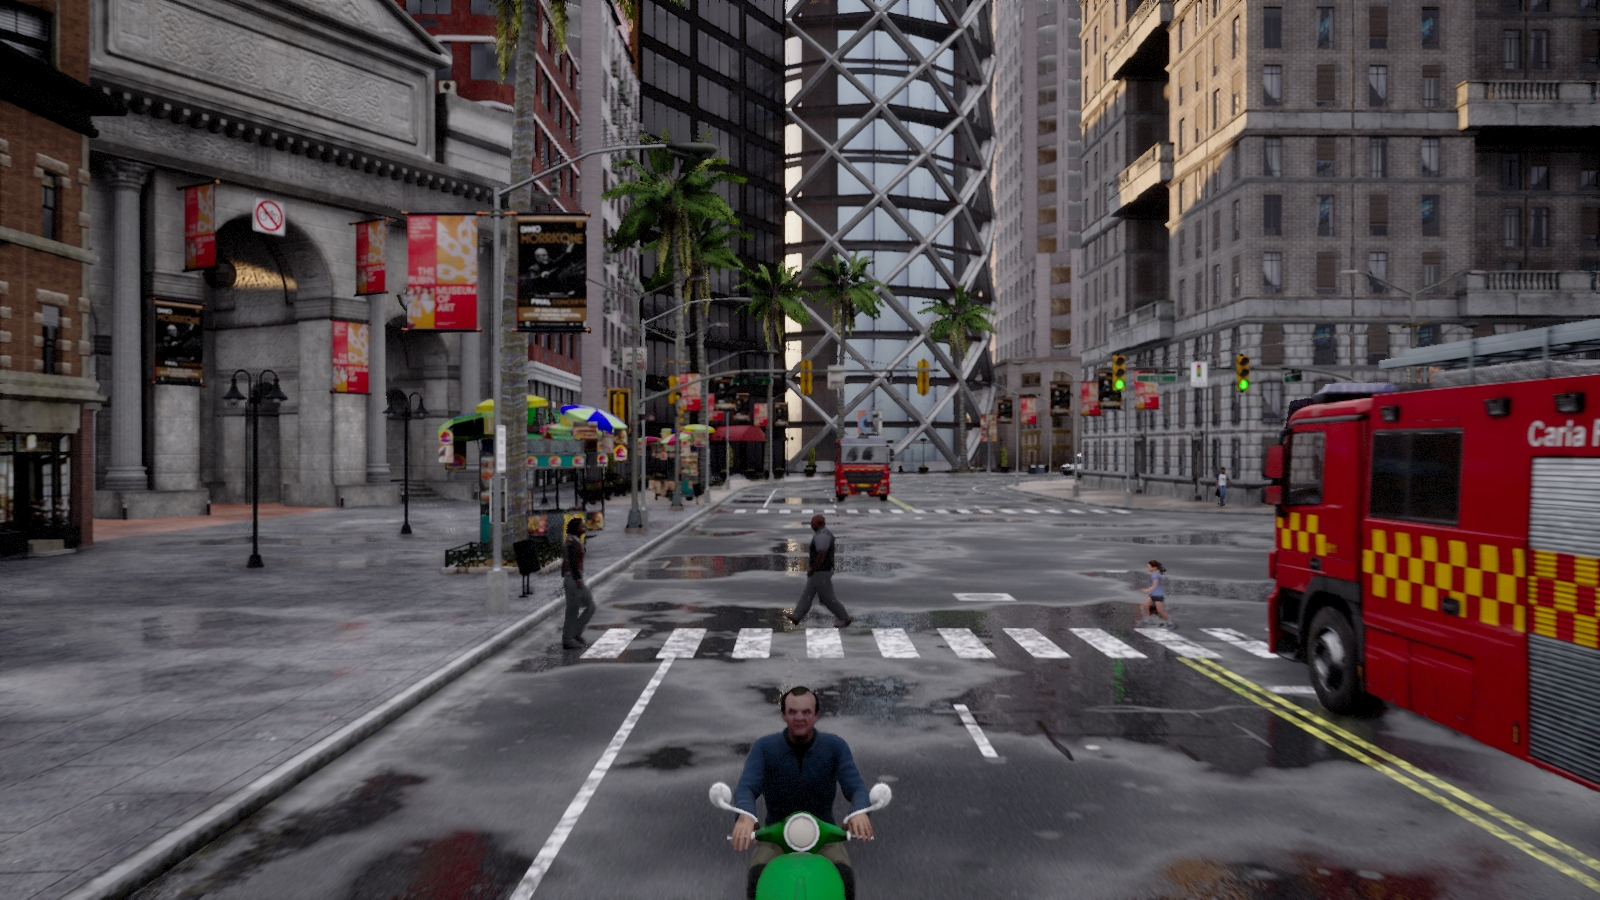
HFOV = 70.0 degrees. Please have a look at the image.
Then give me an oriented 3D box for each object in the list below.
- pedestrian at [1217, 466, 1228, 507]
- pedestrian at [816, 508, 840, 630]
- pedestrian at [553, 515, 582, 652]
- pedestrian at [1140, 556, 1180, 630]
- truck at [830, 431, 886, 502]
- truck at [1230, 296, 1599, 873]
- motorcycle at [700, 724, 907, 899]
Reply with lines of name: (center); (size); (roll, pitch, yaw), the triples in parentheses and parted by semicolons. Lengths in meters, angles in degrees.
pedestrian: (19.642, 1.696, 53.142); (0.375, 1.860, 0.375); (0, 0, -2)
pedestrian: (0.436, 1.849, 17.831); (0.375, 1.860, 0.375); (0, 0, 1)
pedestrian: (-3.238, 1.848, 15.931); (0.375, 1.860, 0.375); (0, 0, -7)
pedestrian: (5.628, 2.229, 17.877); (0.500, 1.100, 0.500); (0, 0, 3)
truck: (3.266, 0.890, 66.232); (2.891, 3.827, 8.468); (0, 0, 0)
truck: (6.746, 0.890, 9.839); (2.891, 3.827, 8.468); (0, 0, 0)
motorcycle: (0.010, 2.182, 5.622); (0.856, 1.236, 1.805); (0, 0, 0)
